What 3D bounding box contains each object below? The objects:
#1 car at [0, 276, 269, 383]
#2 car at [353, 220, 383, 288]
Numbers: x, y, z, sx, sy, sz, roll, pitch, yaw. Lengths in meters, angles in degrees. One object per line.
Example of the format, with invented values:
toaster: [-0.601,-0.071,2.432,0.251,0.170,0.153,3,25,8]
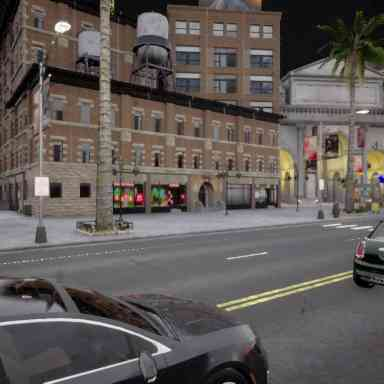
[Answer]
car: [-1.459,1.505,2.698,4.892,1.490,1.837,0,0,-36]
car: [5.916,1.352,7.994,4.553,1.767,2.097,0,0,-35]
